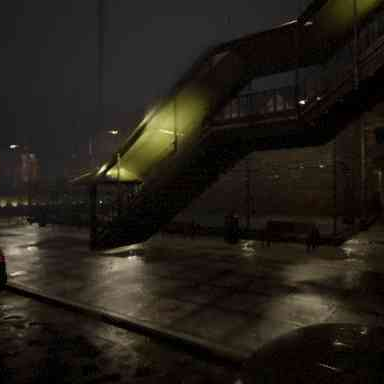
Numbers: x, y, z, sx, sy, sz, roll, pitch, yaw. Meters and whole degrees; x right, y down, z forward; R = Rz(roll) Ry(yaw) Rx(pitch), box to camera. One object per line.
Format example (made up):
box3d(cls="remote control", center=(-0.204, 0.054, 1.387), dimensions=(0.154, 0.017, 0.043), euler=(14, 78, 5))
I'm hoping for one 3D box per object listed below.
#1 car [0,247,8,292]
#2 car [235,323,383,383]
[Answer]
box3d(cls="car", center=(-6.377, 1.459, 7.847), dimensions=(4.553, 1.767, 2.185), euler=(-1, 0, 35))
box3d(cls="car", center=(2.379, 1.469, 1.565), dimensions=(2.231, 1.521, 4.892), euler=(0, -1, -45))
